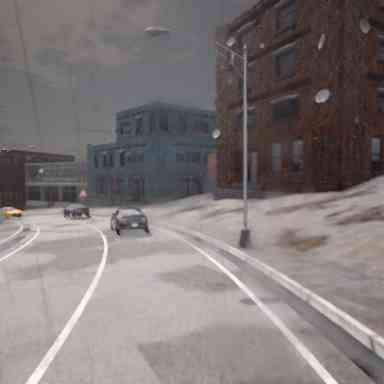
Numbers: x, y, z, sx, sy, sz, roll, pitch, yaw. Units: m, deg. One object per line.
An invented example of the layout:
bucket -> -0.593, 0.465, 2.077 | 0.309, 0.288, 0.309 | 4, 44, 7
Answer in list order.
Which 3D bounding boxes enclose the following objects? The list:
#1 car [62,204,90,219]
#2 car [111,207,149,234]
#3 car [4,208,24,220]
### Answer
car -> -12.623, 2.082, 36.083 | 1.837, 1.490, 4.892 | -2, -1, -37
car -> -3.783, 1.631, 19.909 | 1.812, 1.442, 4.674 | -1, 0, -18
car -> -23.444, 2.748, 42.763 | 5.008, 1.535, 1.882 | -4, -1, 42
